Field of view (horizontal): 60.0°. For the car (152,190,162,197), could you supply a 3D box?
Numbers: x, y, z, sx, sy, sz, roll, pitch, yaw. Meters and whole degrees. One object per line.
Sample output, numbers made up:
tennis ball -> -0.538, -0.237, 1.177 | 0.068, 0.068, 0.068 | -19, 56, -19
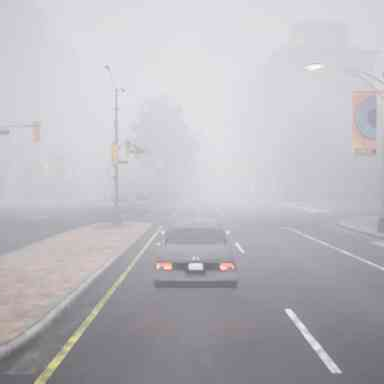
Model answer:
car -> -7.908, 0.566, 68.713 | 1.994, 1.385, 4.181 | 0, 1, 0

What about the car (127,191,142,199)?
car -> -11.423, 0.533, 66.652 | 2.128, 1.511, 4.902 | 0, 1, 0

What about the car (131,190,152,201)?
car -> -8.002, 0.792, 53.250 | 1.994, 1.385, 4.181 | 0, 1, 0

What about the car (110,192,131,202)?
car -> -11.506, 0.841, 52.438 | 1.895, 1.301, 4.718 | 0, 1, 1

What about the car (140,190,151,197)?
car -> -11.389, 0.338, 81.962 | 2.128, 1.511, 4.902 | 0, 1, 0

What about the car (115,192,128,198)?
car -> -14.656, 0.589, 69.439 | 1.895, 1.301, 4.718 | 0, 1, 0

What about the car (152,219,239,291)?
car -> 0.086, 1.418, 8.795 | 2.033, 1.411, 5.357 | 0, 1, 0
